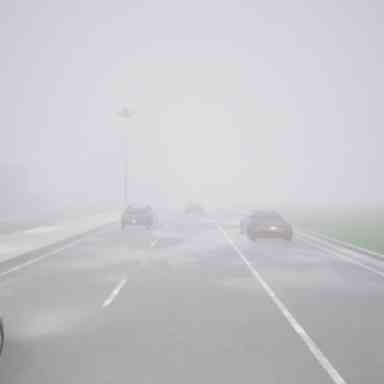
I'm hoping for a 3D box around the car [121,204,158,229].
[{"bbox_3d":[-3.340,1.536,21.714,2.128,1.511,4.902,0,0,0],"label":"car"}]

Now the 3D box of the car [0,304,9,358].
[{"bbox_3d":[-3.369,1.529,2.531,1.812,1.442,4.674,0,0,0],"label":"car"}]

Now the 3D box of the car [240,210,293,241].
[{"bbox_3d":[3.647,1.603,16.906,1.994,1.385,4.181,0,0,0],"label":"car"}]

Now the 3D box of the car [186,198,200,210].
[{"bbox_3d":[0.138,1.623,45.178,1.812,1.442,4.674,0,0,1],"label":"car"}]

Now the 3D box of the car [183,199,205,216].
[{"bbox_3d":[0.192,1.599,33.845,1.812,1.442,4.674,0,0,0],"label":"car"}]
